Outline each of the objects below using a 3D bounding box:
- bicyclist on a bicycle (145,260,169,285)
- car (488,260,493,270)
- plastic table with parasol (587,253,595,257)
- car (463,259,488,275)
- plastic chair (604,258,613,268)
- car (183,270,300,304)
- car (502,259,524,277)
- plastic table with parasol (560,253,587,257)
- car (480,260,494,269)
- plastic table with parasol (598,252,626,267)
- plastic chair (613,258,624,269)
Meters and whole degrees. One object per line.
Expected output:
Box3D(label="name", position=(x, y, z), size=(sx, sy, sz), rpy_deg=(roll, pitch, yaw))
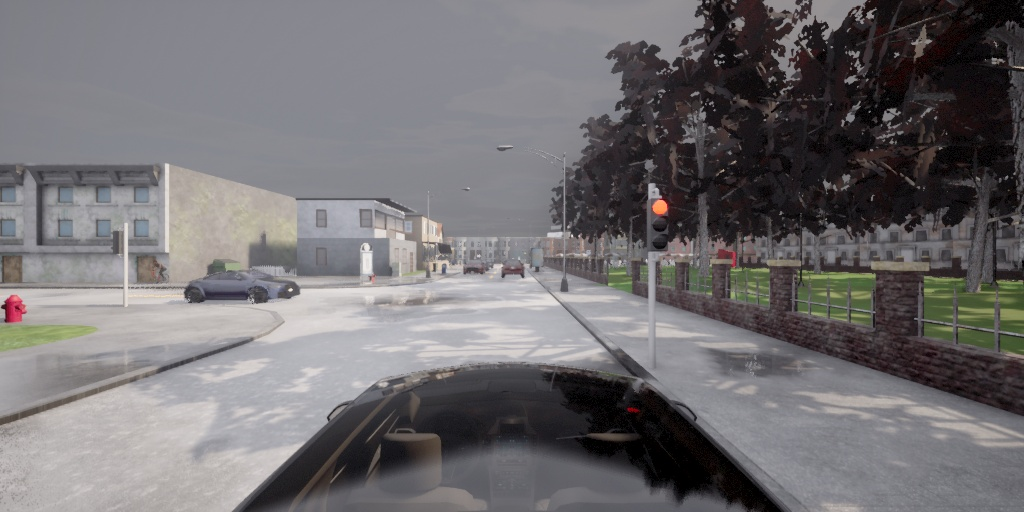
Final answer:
Box3D(label="bicyclist on a bicycle", position=(-23.867, 1.098, 24.144), size=(0.582, 1.620, 1.656), rpy_deg=(0, 0, 0))
Box3D(label="car", position=(-4.108, 1.297, 49.042), size=(2.033, 1.411, 5.357), rpy_deg=(0, 0, 0))
Box3D(label="plastic table with parasol", position=(14.655, 0.673, 63.233), size=(2.482, 2.480, 2.482), rpy_deg=(0, 0, -42))
Box3D(label="car", position=(-4.109, 1.102, 39.527), size=(2.097, 1.767, 4.553), rpy_deg=(0, 0, 0))
Box3D(label="plastic chair", position=(14.306, 1.306, 54.117), size=(0.730, 1.272, 0.750), rpy_deg=(0, 0, -35))
Box3D(label="car", position=(-11.768, 1.313, 15.791), size=(4.181, 1.385, 1.994), rpy_deg=(0, 0, -1))
Box3D(label="car", position=(0.090, 1.102, 35.300), size=(2.097, 1.767, 4.553), rpy_deg=(0, 0, 0))
Box3D(label="plastic table with parasol", position=(9.959, 0.684, 57.757), size=(2.482, 2.480, 2.482), rpy_deg=(0, 0, -40))
Box3D(label="car", position=(-4.087, 1.314, 58.893), size=(1.994, 1.385, 4.181), rpy_deg=(0, 0, 0))
Box3D(label="plastic table with parasol", position=(15.279, 0.694, 55.020), size=(2.482, 2.480, 2.482), rpy_deg=(0, 0, -40))
Box3D(label="plastic chair", position=(16.012, 1.296, 54.021), size=(0.750, 1.272, 0.730), rpy_deg=(0, 0, -40))
